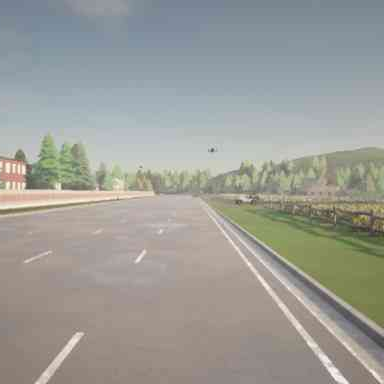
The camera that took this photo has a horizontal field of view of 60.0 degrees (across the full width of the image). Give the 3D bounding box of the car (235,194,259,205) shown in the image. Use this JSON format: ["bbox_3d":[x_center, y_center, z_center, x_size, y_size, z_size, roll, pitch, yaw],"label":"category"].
[{"bbox_3d":[8.922,1.191,53.838,3.866,1.878,1.905,0,0,0],"label":"car"}]
